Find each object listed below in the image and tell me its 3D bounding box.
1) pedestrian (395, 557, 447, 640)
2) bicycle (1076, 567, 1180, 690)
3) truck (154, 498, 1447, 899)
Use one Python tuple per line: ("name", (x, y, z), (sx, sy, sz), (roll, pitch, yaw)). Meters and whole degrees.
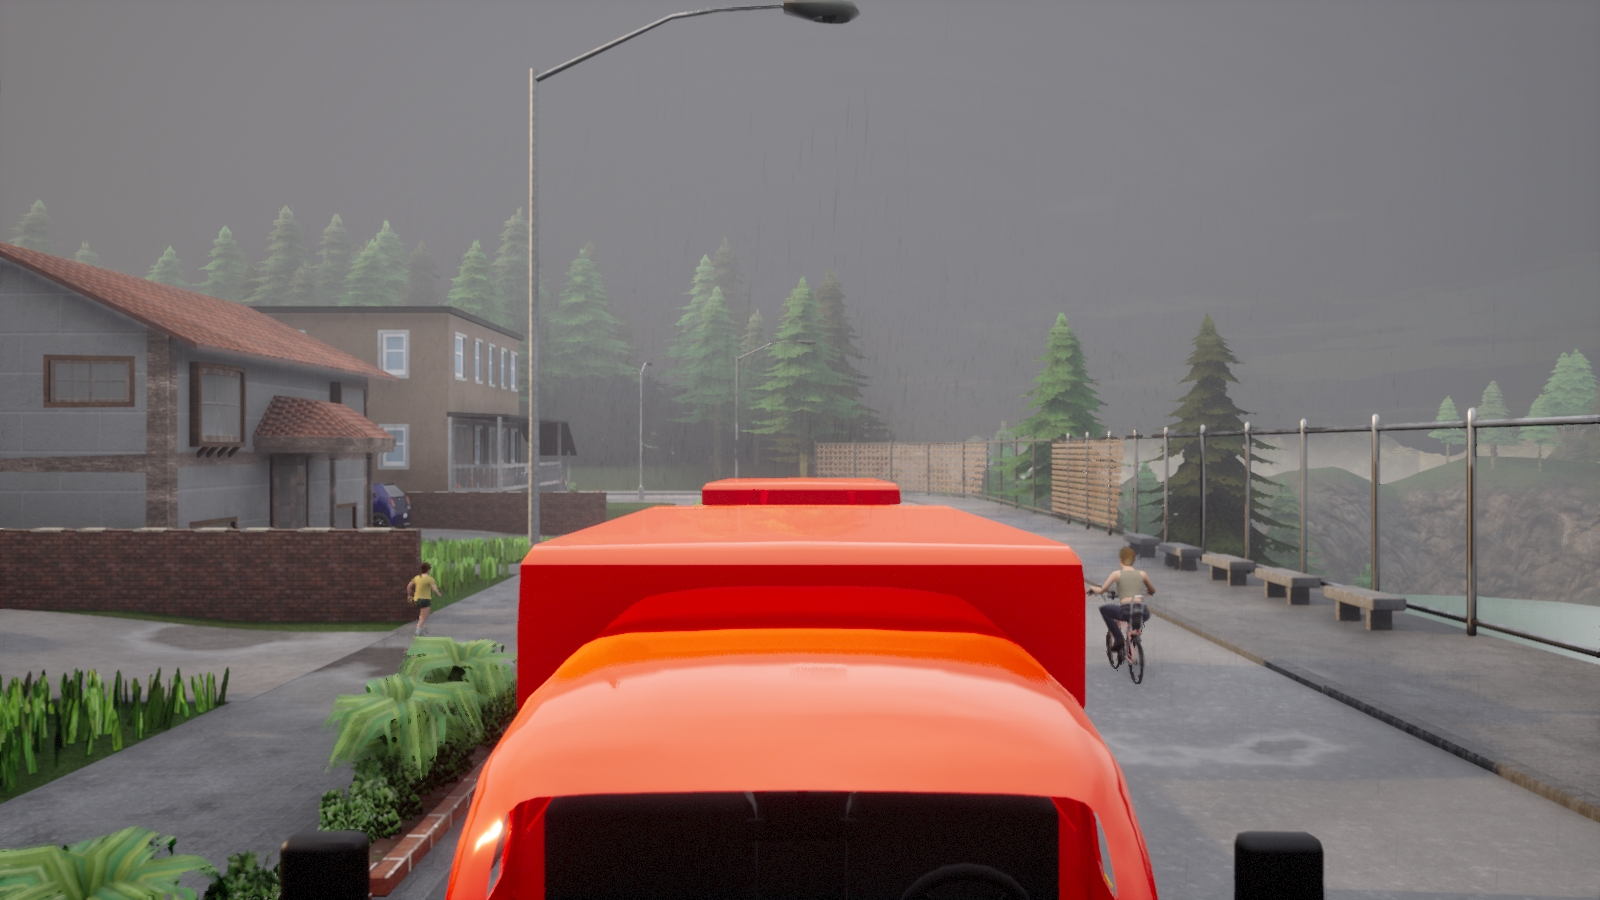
("pedestrian", (-5.415, 2.114, 16.342), (0.500, 1.100, 0.500), (0, 0, 21))
("bicycle", (3.990, 2.150, 14.025), (0.859, 1.276, 1.487), (0, 0, 0))
("truck", (0.002, 1.562, 4.928), (2.627, 2.467, 5.204), (0, 0, 0))
